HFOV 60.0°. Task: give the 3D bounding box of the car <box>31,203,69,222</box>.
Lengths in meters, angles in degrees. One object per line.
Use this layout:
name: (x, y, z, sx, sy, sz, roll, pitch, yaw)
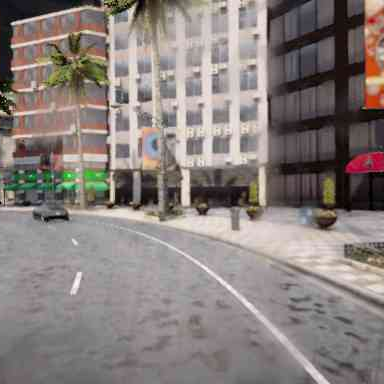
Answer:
car: (-11.595, 1.613, 27.087, 1.994, 1.385, 4.181, -1, 0, -40)
